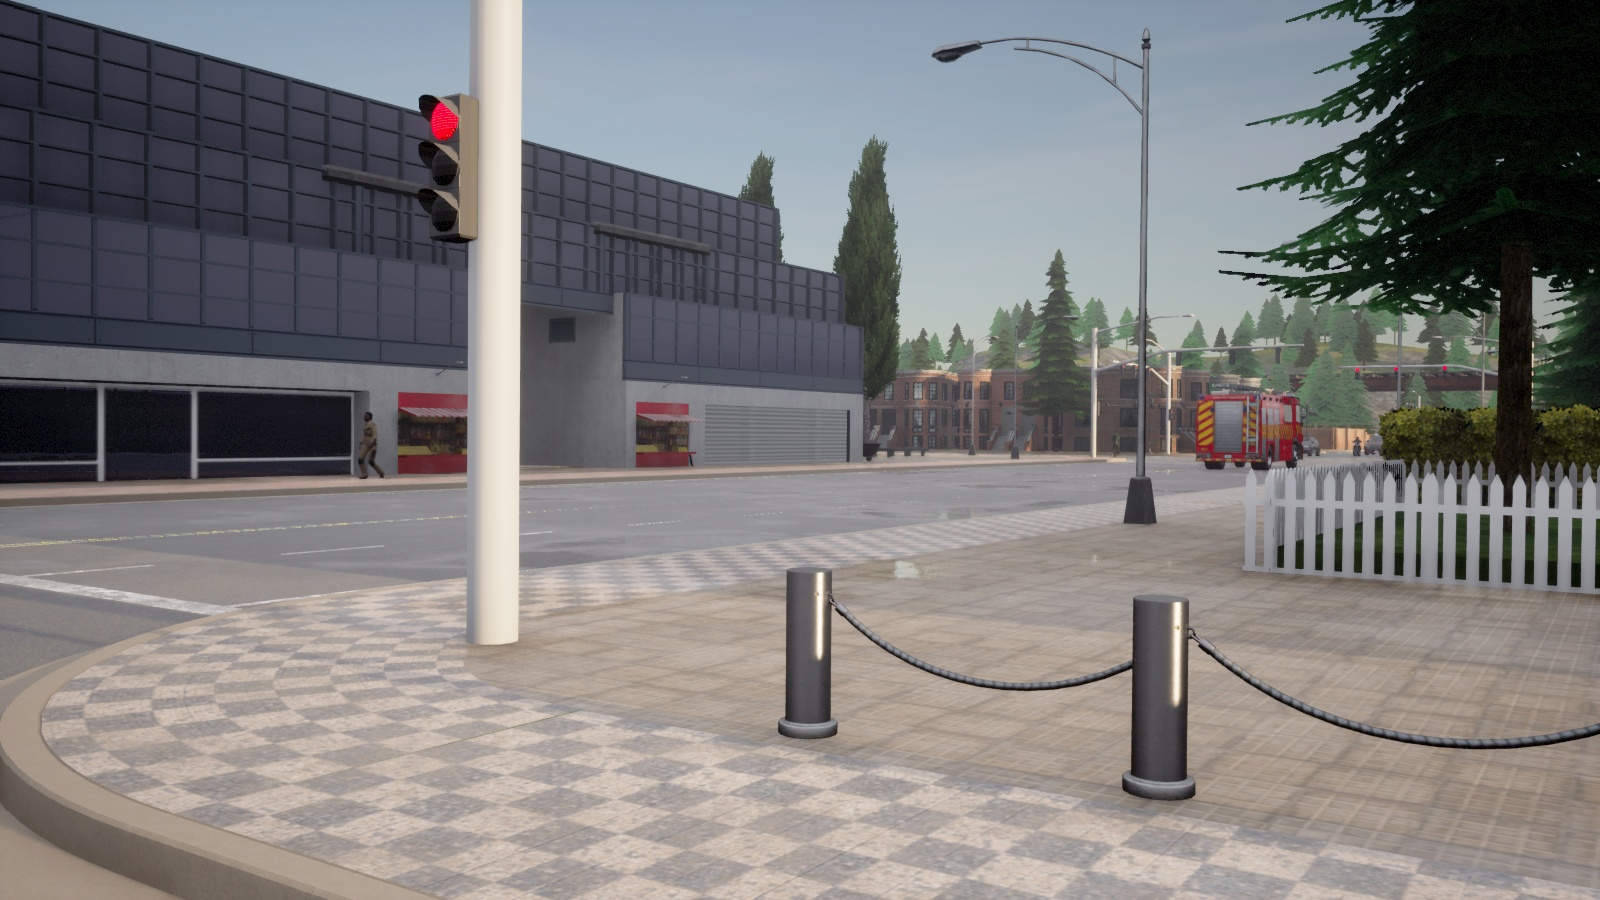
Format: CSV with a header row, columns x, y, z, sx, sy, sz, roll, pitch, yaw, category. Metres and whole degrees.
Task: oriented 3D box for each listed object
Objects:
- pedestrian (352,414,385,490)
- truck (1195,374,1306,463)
x,y,z,sx,sy,sz,roll,pitch,yaw,category
-11.214,0.046,32.648,0.396,1.930,0.692,0,1,31,pedestrian
21.085,-1.422,58.443,2.891,3.827,8.468,0,1,34,truck
